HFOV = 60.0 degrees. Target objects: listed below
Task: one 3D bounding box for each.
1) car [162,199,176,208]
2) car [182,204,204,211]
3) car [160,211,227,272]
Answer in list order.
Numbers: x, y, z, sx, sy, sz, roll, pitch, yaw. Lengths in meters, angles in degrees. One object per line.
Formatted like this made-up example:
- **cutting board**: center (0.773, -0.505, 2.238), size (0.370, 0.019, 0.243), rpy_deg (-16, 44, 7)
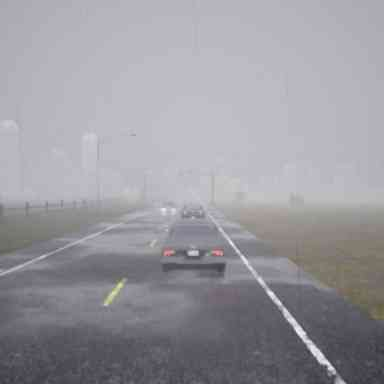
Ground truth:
- **car**: center (-3.514, 1.719, 51.280), size (1.895, 1.301, 4.718), rpy_deg (0, 0, 0)
- **car**: center (0.090, 1.673, 28.050), size (1.895, 1.301, 4.718), rpy_deg (0, 0, 0)
- **car**: center (0.055, 1.578, 10.806), size (2.033, 1.411, 5.357), rpy_deg (0, 0, 1)
